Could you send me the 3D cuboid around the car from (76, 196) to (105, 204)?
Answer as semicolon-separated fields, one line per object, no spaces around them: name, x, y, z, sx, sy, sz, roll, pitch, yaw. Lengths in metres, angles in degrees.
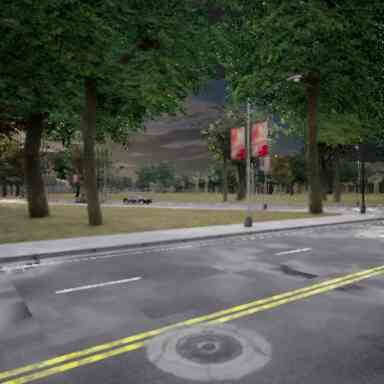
car;-16.601;1.285;54.123;5.357;1.411;2.033;0;0;32

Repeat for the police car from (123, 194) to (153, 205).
police car;-8.633;1.156;53.132;5.238;1.638;1.930;0;0;31
